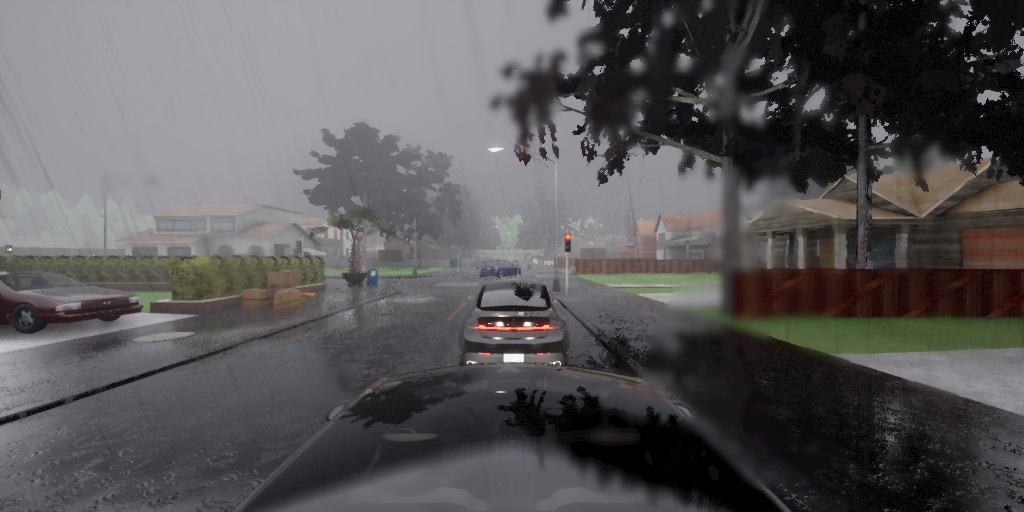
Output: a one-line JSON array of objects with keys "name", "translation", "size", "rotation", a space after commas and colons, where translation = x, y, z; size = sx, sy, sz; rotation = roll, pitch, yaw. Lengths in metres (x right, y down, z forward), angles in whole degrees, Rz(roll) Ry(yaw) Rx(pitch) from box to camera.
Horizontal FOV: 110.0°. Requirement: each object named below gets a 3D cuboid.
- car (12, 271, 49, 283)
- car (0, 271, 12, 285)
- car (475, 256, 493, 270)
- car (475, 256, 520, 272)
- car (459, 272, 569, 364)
[{"name": "car", "translation": [-43.850, 1.242, 30.851], "size": [4.902, 1.511, 2.128], "rotation": [0, 0, 0]}, {"name": "car", "translation": [-41.349, 1.101, 26.822], "size": [4.553, 1.767, 2.097], "rotation": [0, 0, 0]}, {"name": "car", "translation": [-4.059, 0.971, 52.258], "size": [2.150, 2.045, 5.566], "rotation": [0, 0, 0]}, {"name": "car", "translation": [-1.041, 1.102, 33.239], "size": [2.097, 1.767, 4.553], "rotation": [0, 0, 30]}, {"name": "car", "translation": [0.047, 1.255, 7.654], "size": [1.837, 1.490, 4.892], "rotation": [0, 0, 1]}]
